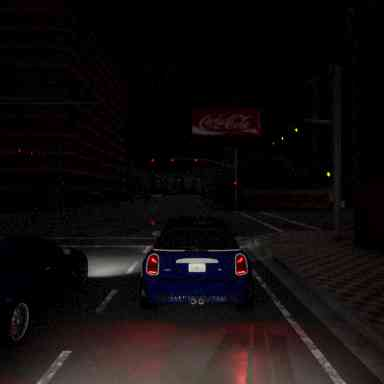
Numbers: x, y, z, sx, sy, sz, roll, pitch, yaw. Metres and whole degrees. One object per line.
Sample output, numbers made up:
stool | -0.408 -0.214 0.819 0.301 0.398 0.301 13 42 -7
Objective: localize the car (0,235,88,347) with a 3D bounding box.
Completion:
car | -3.420 1.526 6.180 1.812 1.442 4.674 0 0 0

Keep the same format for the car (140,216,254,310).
car | 0.085 1.353 7.975 2.097 1.767 4.553 0 0 0
